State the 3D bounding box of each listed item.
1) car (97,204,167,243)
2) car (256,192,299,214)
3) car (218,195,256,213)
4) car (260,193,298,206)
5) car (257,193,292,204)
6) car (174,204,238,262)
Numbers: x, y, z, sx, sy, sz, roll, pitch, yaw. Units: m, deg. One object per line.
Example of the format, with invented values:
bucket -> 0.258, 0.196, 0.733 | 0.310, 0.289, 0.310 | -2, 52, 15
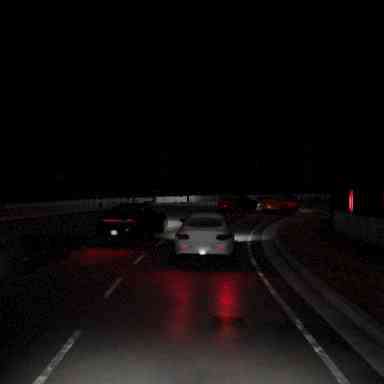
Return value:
car -> -2.457, 1.255, 14.758 | 2.128, 1.511, 4.902 | 0, 1, 10
car -> 7.777, 1.015, 29.051 | 1.882, 1.535, 5.008 | 0, 1, 37
car -> 4.220, 0.999, 30.106 | 1.882, 1.535, 5.008 | 0, 1, 35
car -> 11.000, 0.840, 41.811 | 4.892, 1.490, 1.837 | -1, 1, -34
car -> 11.488, 0.866, 46.302 | 4.718, 1.301, 1.895 | -1, 1, -30
car -> 0.520, 1.344, 11.336 | 1.812, 1.442, 4.674 | 0, 1, 6
